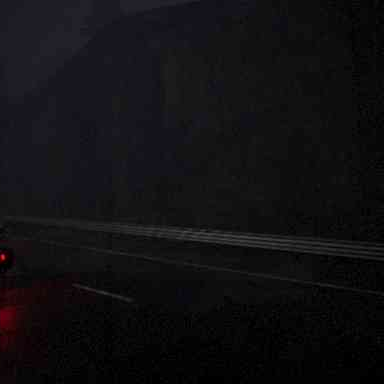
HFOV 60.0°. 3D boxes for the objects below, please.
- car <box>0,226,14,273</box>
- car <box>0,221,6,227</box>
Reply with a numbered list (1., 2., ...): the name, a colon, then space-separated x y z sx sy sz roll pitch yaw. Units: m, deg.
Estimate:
1. car: -6.803 1.618 8.855 4.718 1.301 1.895 0 0 36
2. car: -11.169 1.630 16.357 4.718 1.301 1.895 0 0 36
